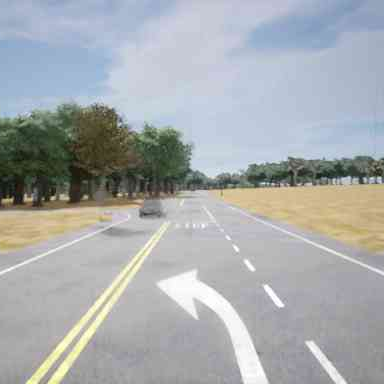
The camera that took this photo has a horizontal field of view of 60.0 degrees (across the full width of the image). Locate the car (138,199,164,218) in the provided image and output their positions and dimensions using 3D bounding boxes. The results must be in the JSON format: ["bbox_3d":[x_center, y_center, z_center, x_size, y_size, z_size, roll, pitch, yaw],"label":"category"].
[{"bbox_3d":[-3.518,1.433,29.339,1.837,1.490,4.892,0,1,0],"label":"car"}]
